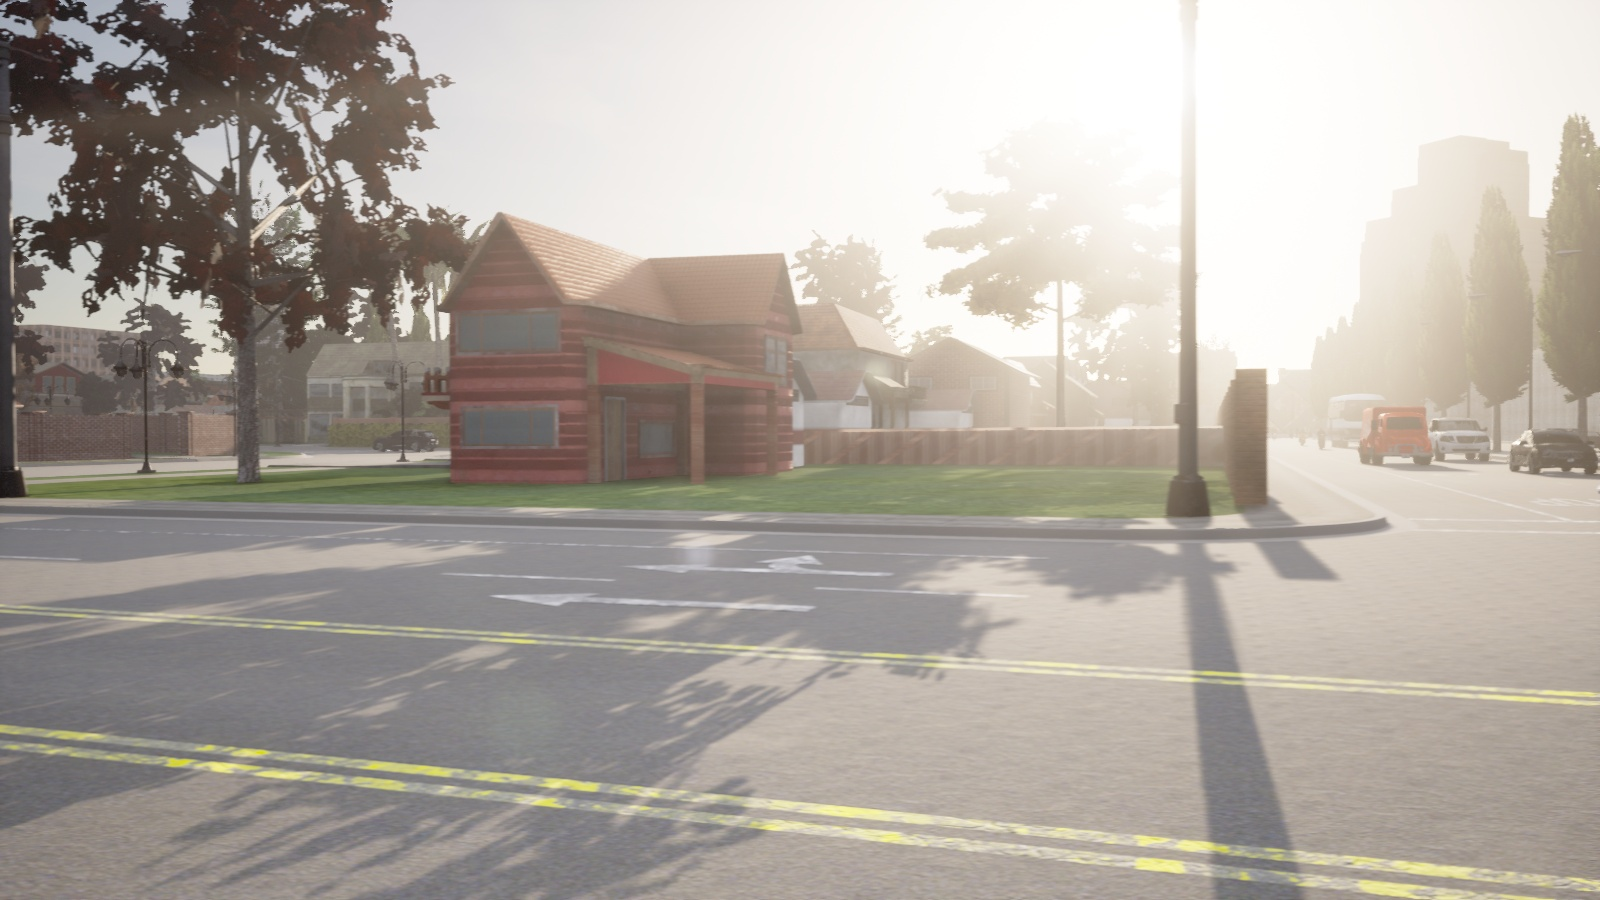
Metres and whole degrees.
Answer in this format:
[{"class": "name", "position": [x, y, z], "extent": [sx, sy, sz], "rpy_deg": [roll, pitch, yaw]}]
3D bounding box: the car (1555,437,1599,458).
[{"class": "car", "position": [50.125, -0.194, 80.563], "extent": [1.895, 1.301, 4.718], "rpy_deg": [0, 1, 18]}]

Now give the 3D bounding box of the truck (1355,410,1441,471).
[{"class": "truck", "position": [25.480, -0.428, 53.726], "extent": [2.627, 2.467, 5.204], "rpy_deg": [1, 1, 18]}]

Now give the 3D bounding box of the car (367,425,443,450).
[{"class": "car", "position": [-28.351, -0.892, 90.144], "extent": [4.856, 1.649, 2.033], "rpy_deg": [1, 1, 17]}]

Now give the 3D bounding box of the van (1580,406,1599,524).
[{"class": "van", "position": [14.468, 0.277, 20.361], "extent": [2.069, 2.038, 4.480], "rpy_deg": [1, 1, 18]}]

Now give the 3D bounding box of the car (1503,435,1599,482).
[{"class": "car", "position": [25.553, 0.239, 42.788], "extent": [1.837, 1.490, 4.892], "rpy_deg": [1, 1, 18]}]

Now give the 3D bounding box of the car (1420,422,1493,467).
[{"class": "car", "position": [31.150, -0.298, 59.746], "extent": [2.150, 2.045, 5.566], "rpy_deg": [1, 1, 18]}]
